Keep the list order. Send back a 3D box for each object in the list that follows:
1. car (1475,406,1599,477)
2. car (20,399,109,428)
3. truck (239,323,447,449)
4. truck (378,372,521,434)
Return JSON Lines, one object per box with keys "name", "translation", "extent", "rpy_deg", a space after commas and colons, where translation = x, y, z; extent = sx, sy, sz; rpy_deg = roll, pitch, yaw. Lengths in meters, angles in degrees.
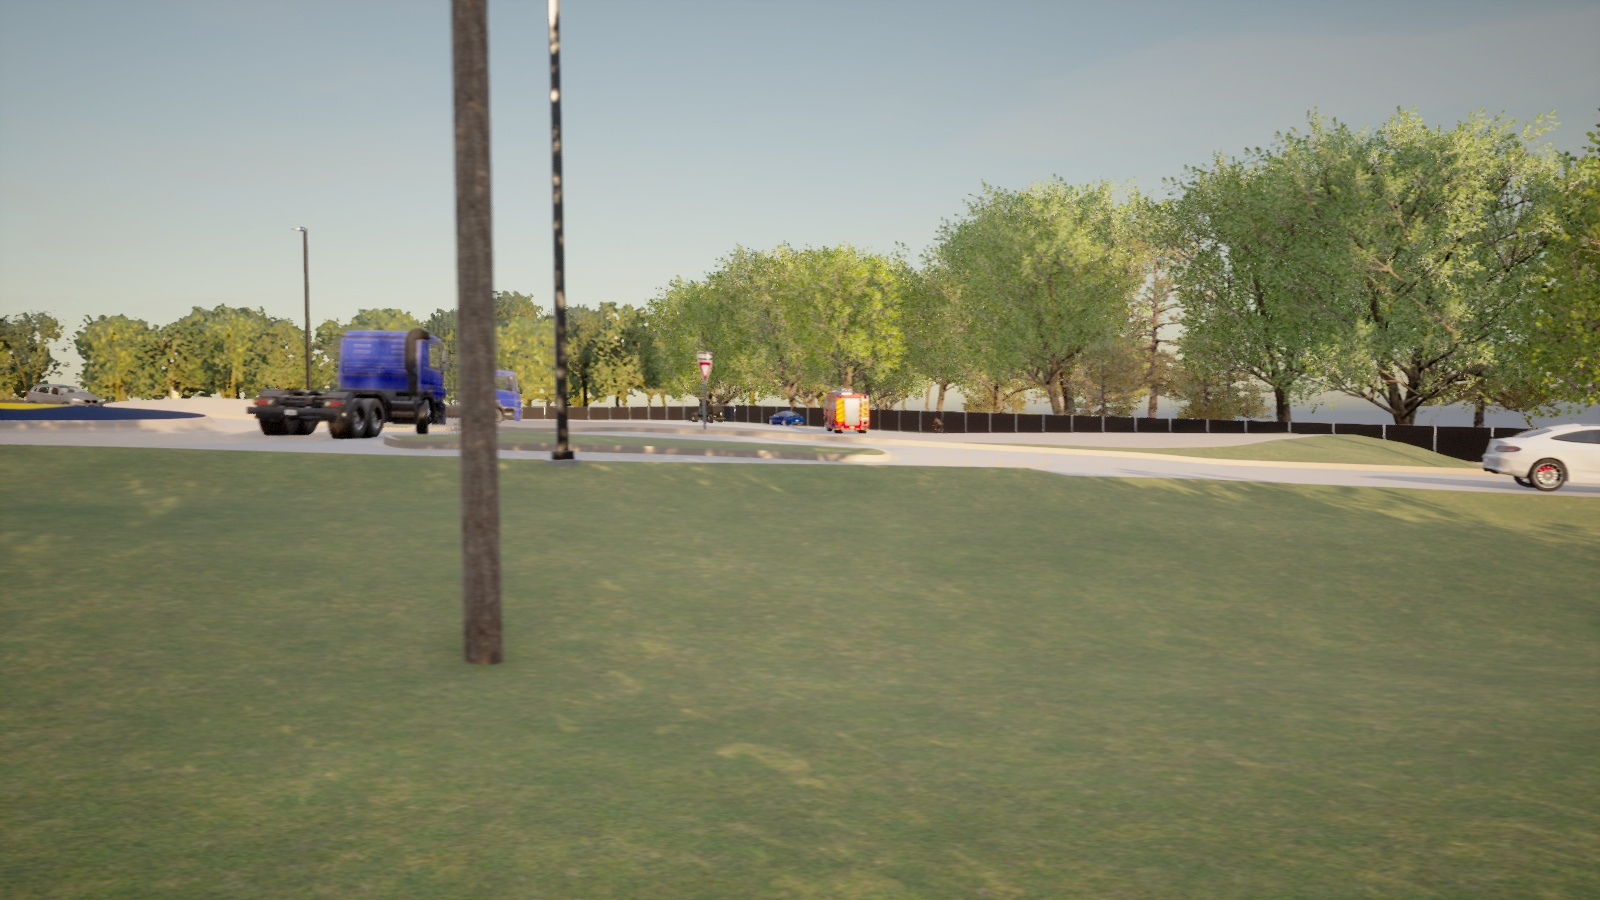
{"name": "car", "translation": [17.098, -0.186, 26.578], "extent": [4.674, 1.442, 1.812], "rpy_deg": [1, 2, 19]}
{"name": "car", "translation": [-43.744, -2.166, 74.734], "extent": [4.611, 1.667, 2.242], "rpy_deg": [1, 1, 23]}
{"name": "truck", "translation": [-13.691, -1.856, 38.484], "extent": [2.891, 3.462, 7.936], "rpy_deg": [0, 1, 5]}
{"name": "truck", "translation": [-20.724, -2.756, 74.419], "extent": [7.936, 3.462, 2.891], "rpy_deg": [1, 2, -16]}
